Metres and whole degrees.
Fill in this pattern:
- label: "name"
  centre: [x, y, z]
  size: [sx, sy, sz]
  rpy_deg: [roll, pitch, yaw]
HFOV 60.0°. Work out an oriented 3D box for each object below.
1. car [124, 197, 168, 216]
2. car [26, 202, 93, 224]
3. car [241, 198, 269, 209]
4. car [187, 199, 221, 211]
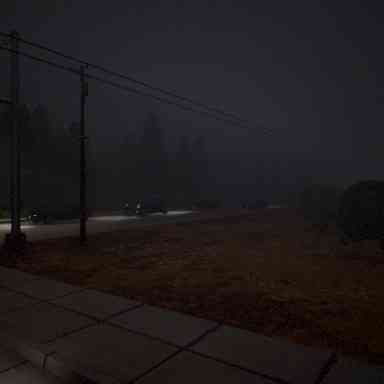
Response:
- label: "car"
  centre: [-4.360, 1.312, 32.122]
  size: [2.097, 1.767, 4.553]
  rpy_deg: [0, 0, 37]
- label: "car"
  centre: [-9.766, 1.513, 24.833]
  size: [1.837, 1.490, 4.892]
  rpy_deg: [0, 0, 37]
- label: "car"
  centre: [8.225, 1.466, 42.887]
  size: [1.895, 1.301, 4.718]
  rpy_deg: [0, 0, 37]
- label: "car"
  centre: [1.491, 1.509, 39.995]
  size: [1.895, 1.301, 4.718]
  rpy_deg: [0, 0, 37]
